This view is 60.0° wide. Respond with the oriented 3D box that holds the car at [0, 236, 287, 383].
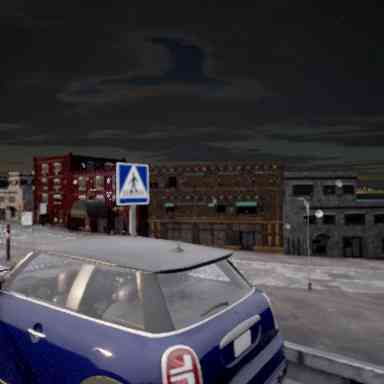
[{"bbox_3d":[-1.282,1.350,4.167,4.553,1.767,2.185,0,0,36],"label":"car"}]
